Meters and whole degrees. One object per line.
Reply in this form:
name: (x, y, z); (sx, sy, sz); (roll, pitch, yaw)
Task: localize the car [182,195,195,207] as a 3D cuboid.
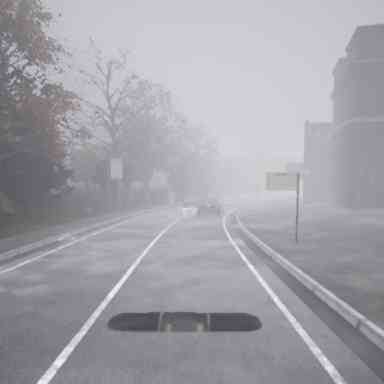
car: (0.344, 1.140, 41.856); (2.033, 1.411, 5.357); (2, 2, 16)

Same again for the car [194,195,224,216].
car: (1.844, 1.213, 31.623); (2.097, 1.767, 4.553); (1, 1, 10)
